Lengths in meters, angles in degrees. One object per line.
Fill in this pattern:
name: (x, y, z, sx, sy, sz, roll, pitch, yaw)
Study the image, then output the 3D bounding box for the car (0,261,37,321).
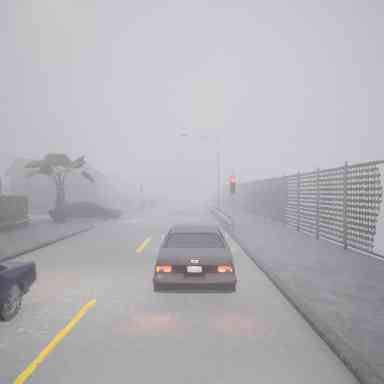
car: (-4.075, 1.601, 4.502, 1.895, 1.301, 4.718, 0, 0, 0)

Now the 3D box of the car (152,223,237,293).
car: (0.072, 1.547, 8.972, 2.033, 1.411, 5.357, 0, 0, 1)

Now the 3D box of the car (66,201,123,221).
car: (-7.966, 1.507, 26.999, 4.892, 1.490, 1.837, -1, -2, 17)

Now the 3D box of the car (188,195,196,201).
car: (0.088, 1.552, 86.622, 1.994, 1.385, 4.181, 0, 0, 0)
